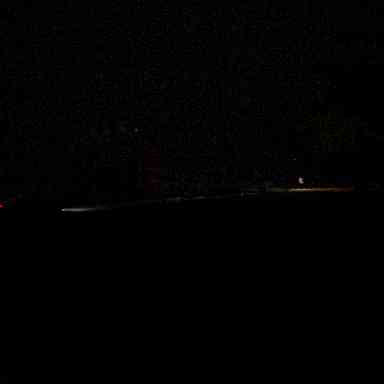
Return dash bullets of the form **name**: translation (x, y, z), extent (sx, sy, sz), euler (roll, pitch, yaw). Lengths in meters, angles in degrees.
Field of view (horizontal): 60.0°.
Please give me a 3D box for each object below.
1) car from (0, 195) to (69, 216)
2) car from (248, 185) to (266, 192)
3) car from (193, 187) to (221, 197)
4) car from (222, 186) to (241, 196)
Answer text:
- **car**: translation (-12.186, 0.957, 25.294), extent (2.033, 1.411, 5.357), euler (0, 2, 35)
- **car**: translation (11.607, -0.487, 58.733), extent (1.994, 1.385, 4.181), euler (0, 2, 35)
- **car**: translation (2.137, -0.029, 50.270), extent (1.895, 1.301, 4.718), euler (0, 2, 36)
- **car**: translation (5.671, -0.211, 50.302), extent (2.128, 1.511, 4.902), euler (0, 2, 36)
